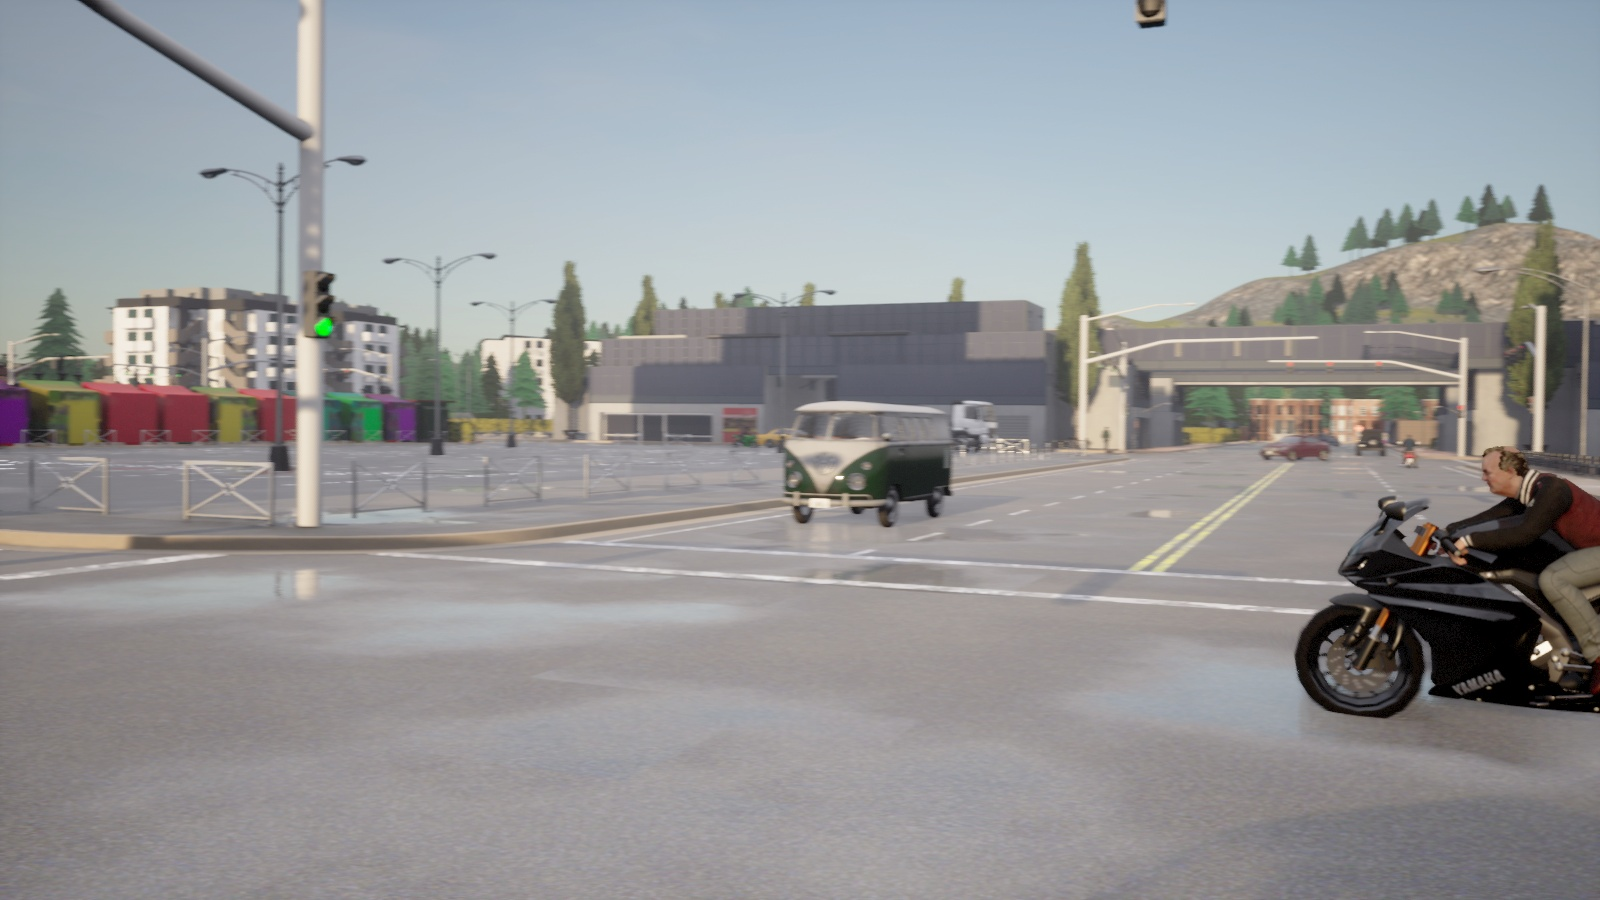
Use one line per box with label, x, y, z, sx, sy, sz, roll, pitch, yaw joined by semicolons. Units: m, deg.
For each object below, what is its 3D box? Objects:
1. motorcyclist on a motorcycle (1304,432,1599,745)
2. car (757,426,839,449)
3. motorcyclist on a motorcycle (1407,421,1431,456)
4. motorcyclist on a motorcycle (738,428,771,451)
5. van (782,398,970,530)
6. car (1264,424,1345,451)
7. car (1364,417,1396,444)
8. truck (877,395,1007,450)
motorcyclist on a motorcycle;3.859;0.677;6.663;2.191;1.530;0.866;0;1;22
car;-0.150;-0.848;86.854;5.366;1.575;1.801;0;1;25
motorcyclist on a motorcycle;28.367;-0.541;57.552;0.866;1.590;1.817;0;1;23
motorcyclist on a motorcycle;-3.042;-0.733;84.337;2.044;1.523;0.797;0;1;25
van;1.410;0.172;21.279;1.775;1.987;4.442;0;1;23
car;28.391;-0.713;70.649;4.674;1.442;1.812;-1;1;-32
car;40.972;-1.391;88.749;1.905;1.878;3.866;0;1;23
truck;9.294;-1.771;82.473;7.936;3.462;2.891;0;1;25
